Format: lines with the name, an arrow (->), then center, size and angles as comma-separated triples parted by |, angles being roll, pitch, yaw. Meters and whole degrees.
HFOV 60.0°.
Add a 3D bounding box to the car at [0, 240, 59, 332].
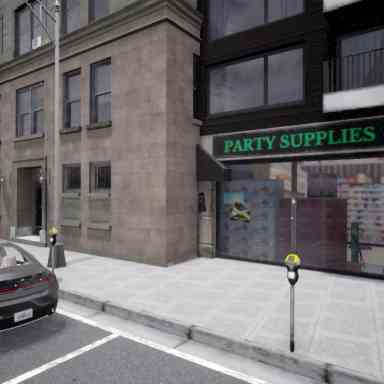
car -> -4.216, 1.550, 6.090 | 4.403, 1.369, 2.008 | 0, 0, 36
